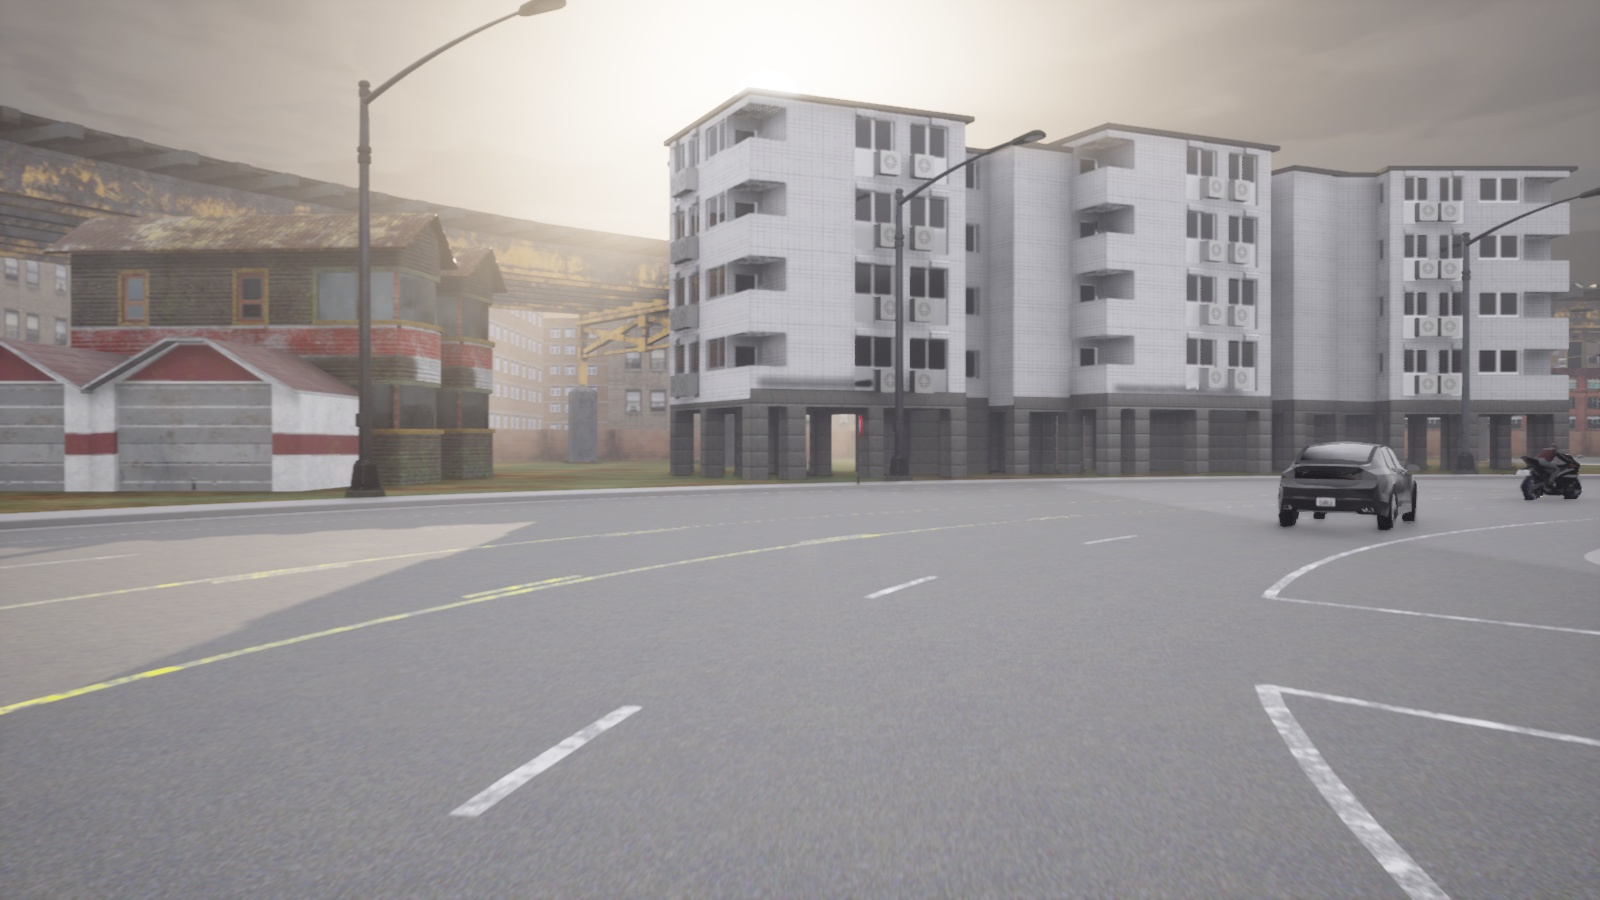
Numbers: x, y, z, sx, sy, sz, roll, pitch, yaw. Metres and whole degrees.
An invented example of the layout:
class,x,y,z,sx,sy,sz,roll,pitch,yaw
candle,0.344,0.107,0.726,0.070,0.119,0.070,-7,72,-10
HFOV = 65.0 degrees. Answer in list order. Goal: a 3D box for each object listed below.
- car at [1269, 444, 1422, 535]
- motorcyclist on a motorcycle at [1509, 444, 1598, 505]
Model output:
class,x,y,z,sx,sy,sz,roll,pitch,yaw
car,10.180,0.635,23.202,1.837,1.490,4.892,1,1,32
motorcyclist on a motorcycle,19.553,0.627,32.567,2.191,1.530,0.866,0,1,-24
